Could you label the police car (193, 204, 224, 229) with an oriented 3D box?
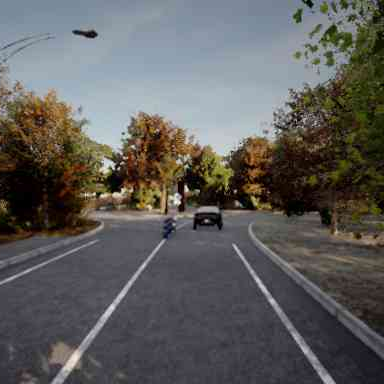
[{"bbox_3d":[1.245,1.707,23.840,1.930,1.638,5.238,0,-2,7],"label":"police car"}]
